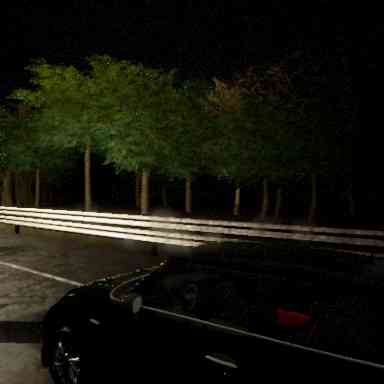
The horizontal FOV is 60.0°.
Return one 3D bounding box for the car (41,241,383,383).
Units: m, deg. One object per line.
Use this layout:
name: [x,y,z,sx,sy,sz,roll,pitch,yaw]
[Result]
car: [0.363,1.350,3.637,4.553,1.767,2.097,0,0,36]
